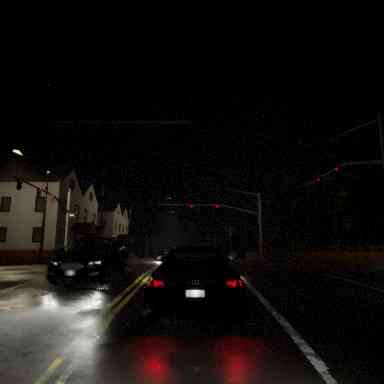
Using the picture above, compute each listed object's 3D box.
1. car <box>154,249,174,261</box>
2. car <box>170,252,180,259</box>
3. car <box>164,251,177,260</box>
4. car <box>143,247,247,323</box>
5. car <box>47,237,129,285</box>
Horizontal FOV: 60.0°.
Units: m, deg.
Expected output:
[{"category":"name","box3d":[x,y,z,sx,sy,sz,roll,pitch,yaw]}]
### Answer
[{"category":"car","box3d":[-3.625,8.293,43.563,2.128,1.511,4.902,0,-11,0]},{"category":"car","box3d":[-3.541,13.317,69.302,1.994,1.385,4.181,0,-11,0]},{"category":"car","box3d":[-3.620,10.764,56.307,1.837,1.490,4.892,0,-11,0]},{"category":"car","box3d":[0.068,1.982,7.852,1.994,1.385,4.181,0,-7,0]},{"category":"car","box3d":[-3.606,2.425,12.322,2.128,1.511,4.902,0,-7,0]}]
